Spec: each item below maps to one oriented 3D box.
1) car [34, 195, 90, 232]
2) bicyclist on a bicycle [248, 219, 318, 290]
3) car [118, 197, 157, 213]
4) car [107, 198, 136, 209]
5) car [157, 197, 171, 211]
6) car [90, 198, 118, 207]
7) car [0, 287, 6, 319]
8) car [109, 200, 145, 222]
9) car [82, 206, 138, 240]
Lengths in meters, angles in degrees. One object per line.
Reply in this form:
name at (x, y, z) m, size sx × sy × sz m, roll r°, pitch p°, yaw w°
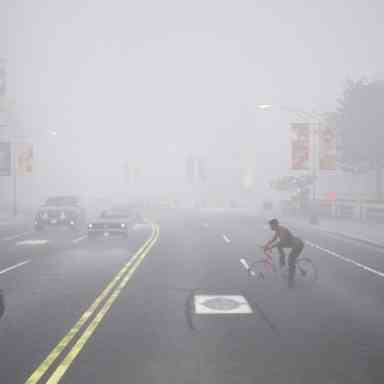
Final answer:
car at (-7.865, 1.220, 20.401) m, size 2.150 × 2.045 × 5.566 m, roll 0°, pitch 0°, yaw -11°
bicyclist on a bicycle at (2.108, 1.455, 7.793) m, size 1.656 × 1.620 × 0.582 m, roll -2°, pitch 0°, yaw -1°
car at (-6.016, 1.352, 36.064) m, size 2.097 × 1.767 × 4.553 m, roll 0°, pitch 0°, yaw -31°
car at (-9.977, 1.564, 46.630) m, size 4.181 × 1.385 × 1.994 m, roll 0°, pitch 0°, yaw 45°
car at (-4.338, 1.354, 39.660) m, size 2.097 × 1.767 × 4.553 m, roll 0°, pitch 0°, yaw -32°
car at (-12.241, 1.505, 44.094) m, size 4.892 × 1.490 × 1.837 m, roll 0°, pitch 0°, yaw 44°
car at (-3.634, 1.601, 2.621) m, size 1.895 × 1.301 × 4.718 m, roll 0°, pitch 0°, yaw 0°
car at (-5.057, 1.564, 25.465) m, size 1.994 × 1.385 × 4.181 m, roll 0°, pitch 0°, yaw -16°
car at (-4.050, 1.601, 17.194) m, size 1.895 × 1.301 × 4.718 m, roll 0°, pitch 0°, yaw -5°
